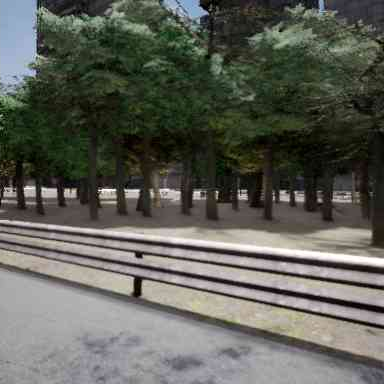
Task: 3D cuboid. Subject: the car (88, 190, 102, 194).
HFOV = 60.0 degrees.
[{"bbox_3d":[-20.012,-0.121,65.521,4.674,1.442,1.812,0,1,3],"label":"car"}]
